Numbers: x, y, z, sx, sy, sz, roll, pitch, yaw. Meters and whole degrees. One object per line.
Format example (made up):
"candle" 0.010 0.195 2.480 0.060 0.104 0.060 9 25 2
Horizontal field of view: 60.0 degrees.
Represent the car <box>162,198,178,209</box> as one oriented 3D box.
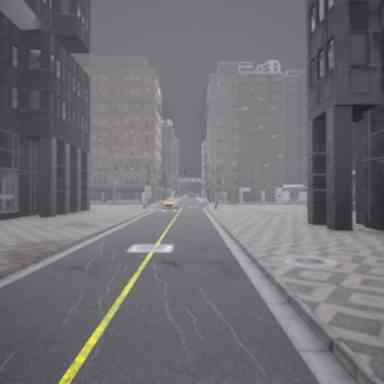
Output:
"car" -3.043 1.590 46.673 1.882 1.535 5.008 0 0 1
